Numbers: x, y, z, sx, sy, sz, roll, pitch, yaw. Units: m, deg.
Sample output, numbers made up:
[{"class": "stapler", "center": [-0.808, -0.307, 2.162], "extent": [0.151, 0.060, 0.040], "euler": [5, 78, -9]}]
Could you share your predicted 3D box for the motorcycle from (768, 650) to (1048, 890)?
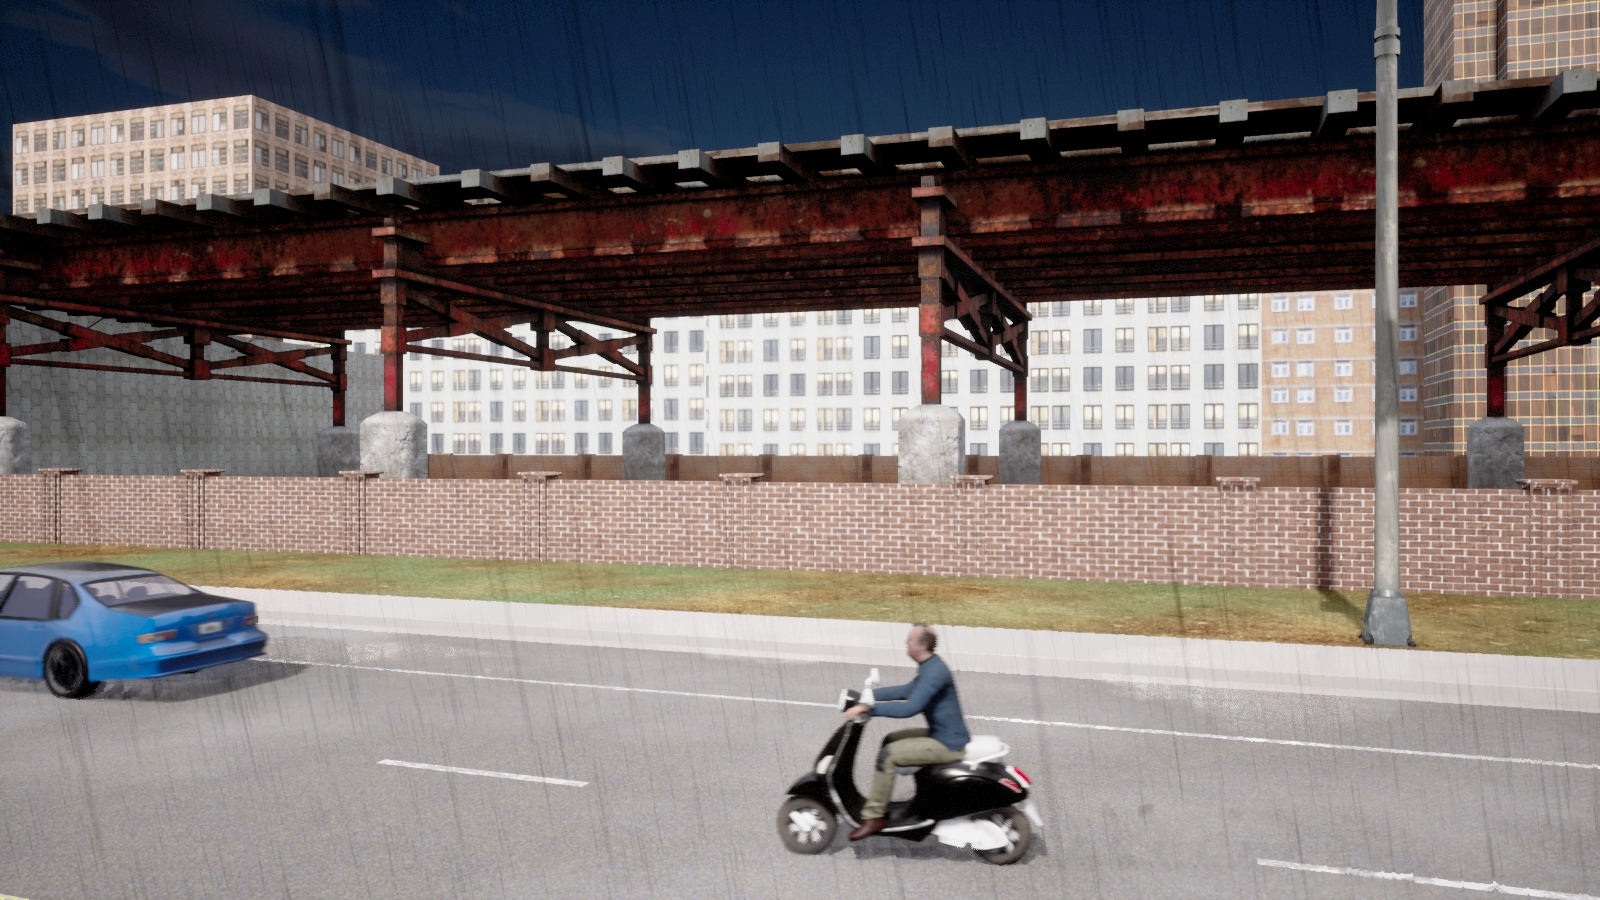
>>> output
[{"class": "motorcycle", "center": [0.748, 2.129, 7.814], "extent": [1.805, 1.341, 0.856], "euler": [0, -1, 9]}]

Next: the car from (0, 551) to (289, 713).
[{"class": "car", "center": [-9.182, 2.106, 14.081], "extent": [5.357, 1.411, 2.033], "euler": [0, 0, 20]}]
